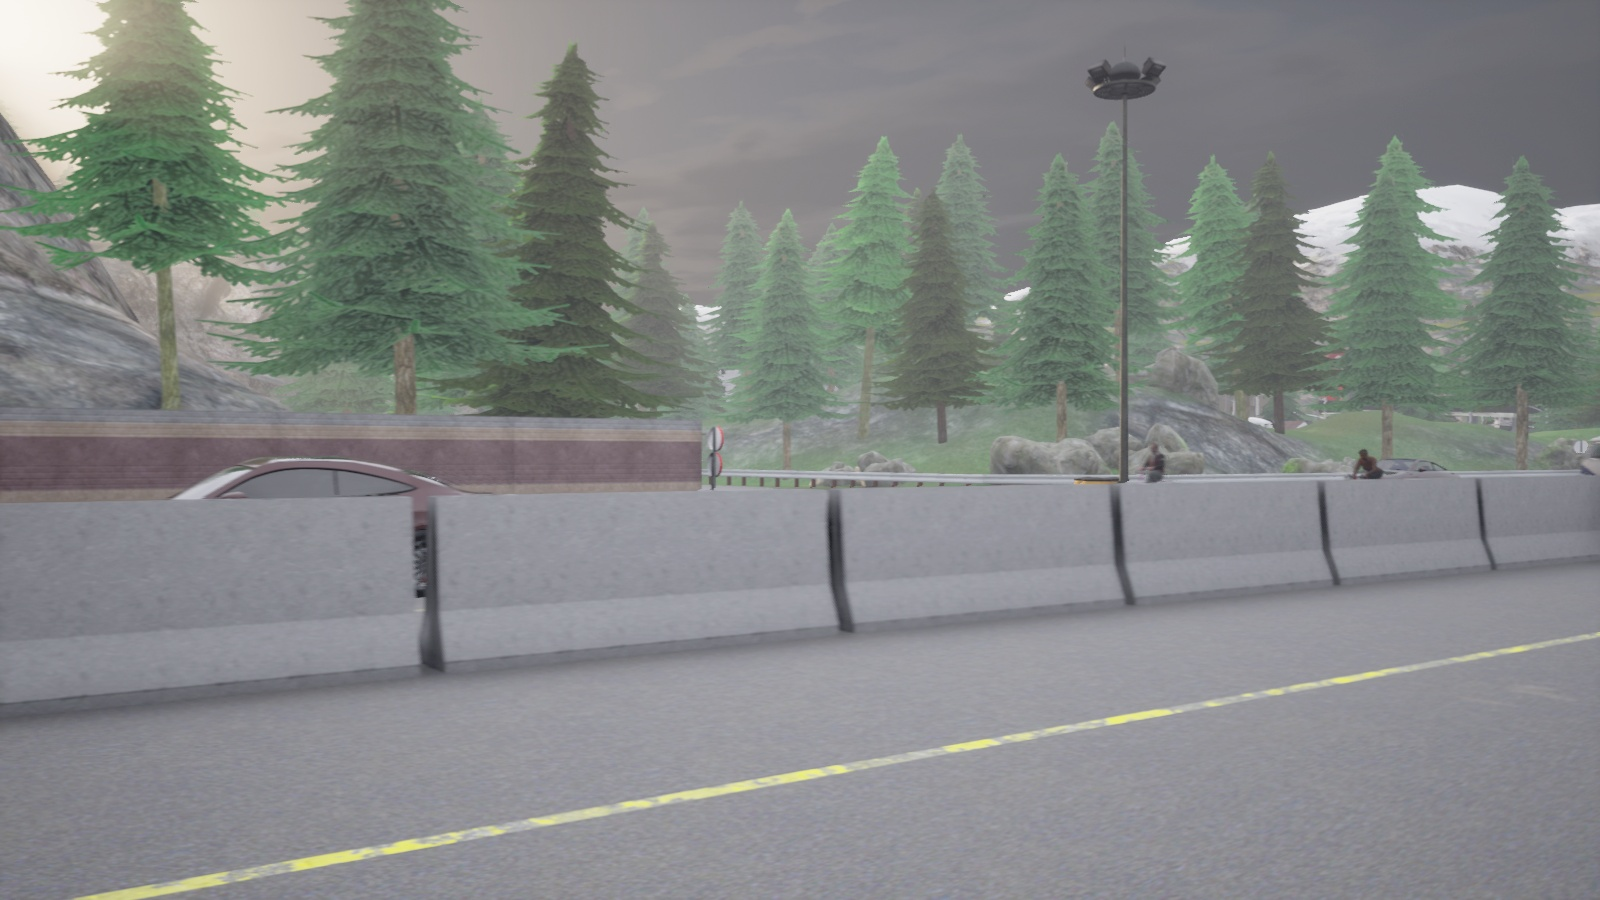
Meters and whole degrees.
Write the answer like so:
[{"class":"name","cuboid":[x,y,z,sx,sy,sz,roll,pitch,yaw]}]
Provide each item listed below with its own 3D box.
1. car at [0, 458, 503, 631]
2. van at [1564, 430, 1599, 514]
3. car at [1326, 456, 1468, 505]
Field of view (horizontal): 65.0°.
[{"class":"car","cuboid":[-5.552,0.813,12.588,4.674,1.442,1.812,0,0,-35]},{"class":"van","cuboid":[20.857,0.530,30.971,4.442,1.987,1.775,0,0,-35]},{"class":"car","cuboid":[17.782,0.863,37.358,4.181,1.385,1.994,0,0,-35]}]
